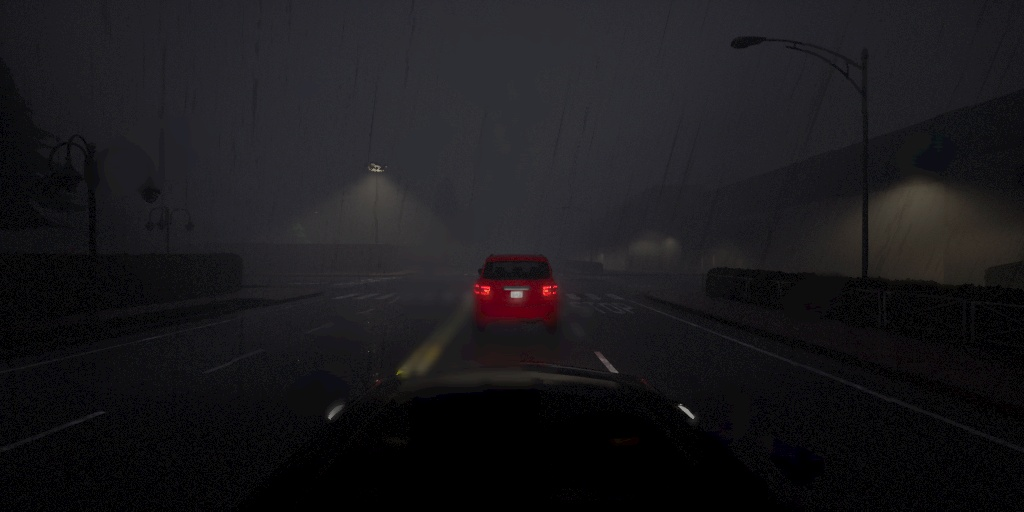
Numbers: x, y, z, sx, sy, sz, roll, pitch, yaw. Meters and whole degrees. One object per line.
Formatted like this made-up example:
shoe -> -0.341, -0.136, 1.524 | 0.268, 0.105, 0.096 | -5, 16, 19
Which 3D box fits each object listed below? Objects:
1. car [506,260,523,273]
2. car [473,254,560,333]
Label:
car -> 0.336, 1.227, 43.824 | 1.882, 1.535, 5.008 | 0, 0, 1
car -> 0.122, 0.971, 10.847 | 2.150, 2.045, 5.566 | 0, 0, 0
